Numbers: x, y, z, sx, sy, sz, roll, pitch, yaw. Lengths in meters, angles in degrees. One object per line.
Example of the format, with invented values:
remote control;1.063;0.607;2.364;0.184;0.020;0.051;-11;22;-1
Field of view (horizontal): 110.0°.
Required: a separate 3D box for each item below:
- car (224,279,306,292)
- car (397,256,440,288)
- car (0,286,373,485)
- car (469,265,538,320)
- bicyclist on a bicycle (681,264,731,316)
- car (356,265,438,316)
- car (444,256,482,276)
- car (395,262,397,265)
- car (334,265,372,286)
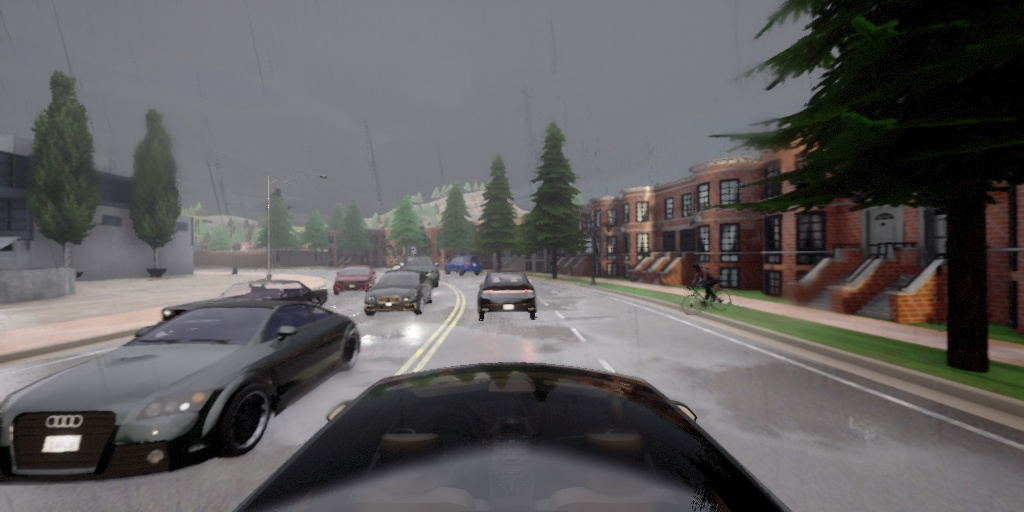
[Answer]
car;-7.340;1.391;10.443;1.895;1.301;4.718;0;0;-3
car;-6.269;1.007;24.050;2.150;2.045;5.566;0;0;-20
car;-3.704;1.334;4.892;1.994;1.385;4.181;0;0;-2
car;-0.253;1.244;12.655;2.128;1.511;4.902;0;0;-4
bicyclist on a bicycle;6.196;1.062;11.557;1.656;1.620;0.582;-8;0;-2
car;-4.139;1.278;13.739;1.837;1.490;4.892;0;0;-6
car;-5.200;1.002;37.890;2.150;2.045;5.566;0;0;-34
car;-11.994;1.342;40.971;1.812;1.442;4.674;0;0;-40
car;-8.913;1.276;20.726;1.882;1.535;5.008;0;0;-17
